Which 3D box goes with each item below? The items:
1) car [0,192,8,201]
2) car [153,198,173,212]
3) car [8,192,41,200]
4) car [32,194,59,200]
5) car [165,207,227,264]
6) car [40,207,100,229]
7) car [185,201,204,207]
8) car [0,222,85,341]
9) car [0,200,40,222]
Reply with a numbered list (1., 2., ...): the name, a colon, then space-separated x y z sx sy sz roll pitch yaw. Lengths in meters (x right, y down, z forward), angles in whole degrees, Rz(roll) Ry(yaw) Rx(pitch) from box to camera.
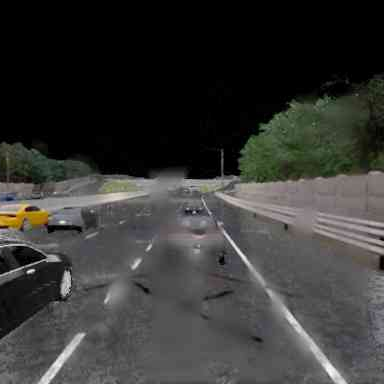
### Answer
1. car: -27.788 1.001 49.363 2.150 2.045 5.566 0 1 1
2. car: -3.337 1.441 37.848 1.837 1.490 4.892 0 1 0
3. car: -24.295 1.002 49.324 2.150 2.045 5.566 0 1 1
4. car: -20.802 1.334 48.968 2.033 1.411 5.357 0 1 1
5. car: 0.120 1.491 11.767 2.128 1.511 4.902 0 0 0
6. car: -6.851 1.562 19.612 1.994 1.385 4.181 0 0 0
7. car: 0.228 1.571 33.177 1.895 1.301 4.718 0 0 0
8. car: -3.495 1.505 5.356 1.837 1.490 4.892 0 0 0
9. car: -10.347 1.475 20.302 1.882 1.535 5.008 0 0 0
